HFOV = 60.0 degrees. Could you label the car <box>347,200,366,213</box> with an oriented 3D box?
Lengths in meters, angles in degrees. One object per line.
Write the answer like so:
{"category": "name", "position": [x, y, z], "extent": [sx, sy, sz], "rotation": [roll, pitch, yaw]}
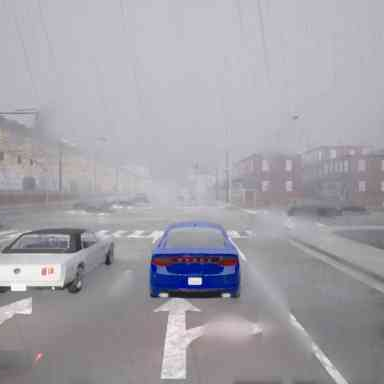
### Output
{"category": "car", "position": [16.524, 1.564, 36.010], "extent": [4.181, 1.385, 1.994], "rotation": [0, 0, 0]}

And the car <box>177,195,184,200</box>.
{"category": "car", "position": [-3.335, 1.500, 93.308], "extent": [1.837, 1.490, 4.892], "rotation": [0, 0, 0]}

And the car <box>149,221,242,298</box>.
{"category": "car", "position": [0.081, 1.478, 8.547], "extent": [1.882, 1.535, 5.008], "rotation": [0, 0, 1]}

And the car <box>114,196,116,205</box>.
{"category": "car", "position": [-13.969, 1.526, 59.169], "extent": [1.812, 1.442, 4.674], "rotation": [0, 0, 1]}

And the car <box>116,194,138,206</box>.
{"category": "car", "position": [-10.484, 1.478, 53.951], "extent": [1.882, 1.535, 5.008], "rotation": [0, 0, 0]}

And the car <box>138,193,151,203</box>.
{"category": "car", "position": [-10.378, 1.222, 68.766], "extent": [2.150, 2.045, 5.566], "rotation": [0, 0, 0]}

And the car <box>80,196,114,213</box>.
{"category": "car", "position": [-10.534, 1.505, 37.393], "extent": [1.837, 1.490, 4.892], "rotation": [0, 0, 0]}

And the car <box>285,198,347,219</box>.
{"category": "car", "position": [10.533, 1.352, 29.029], "extent": [4.553, 1.767, 2.097], "rotation": [0, 0, 3]}

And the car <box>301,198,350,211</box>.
{"category": "car", "position": [15.782, 1.491, 39.514], "extent": [4.902, 1.511, 2.128], "rotation": [0, 0, 0]}

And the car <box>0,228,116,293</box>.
{"category": "car", "position": [-3.413, 1.601, 8.816], "extent": [1.895, 1.301, 4.718], "rotation": [0, 0, 0]}

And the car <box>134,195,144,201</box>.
{"category": "car", "position": [-13.846, 1.421, 86.580], "extent": [1.837, 1.490, 4.892], "rotation": [0, 0, 0]}

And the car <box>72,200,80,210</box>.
{"category": "car", "position": [-14.022, 1.601, 43.581], "extent": [1.895, 1.301, 4.718], "rotation": [0, 0, 0]}

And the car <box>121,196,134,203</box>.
{"category": "car", "position": [-13.872, 1.524, 71.882], "extent": [1.812, 1.442, 4.674], "rotation": [0, 0, 0]}

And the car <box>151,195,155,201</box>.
{"category": "car", "position": [-10.353, 1.519, 82.731], "extent": [1.812, 1.442, 4.674], "rotation": [0, 0, 0]}

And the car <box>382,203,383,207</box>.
{"category": "car", "position": [25.773, 1.221, 39.495], "extent": [5.566, 2.045, 2.150], "rotation": [0, 0, 0]}

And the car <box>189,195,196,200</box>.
{"category": "car", "position": [0.166, 1.540, 93.350], "extent": [2.033, 1.411, 5.357], "rotation": [0, 0, 0]}
